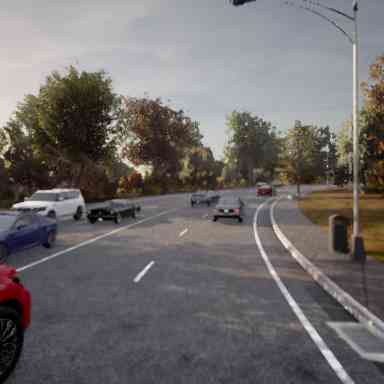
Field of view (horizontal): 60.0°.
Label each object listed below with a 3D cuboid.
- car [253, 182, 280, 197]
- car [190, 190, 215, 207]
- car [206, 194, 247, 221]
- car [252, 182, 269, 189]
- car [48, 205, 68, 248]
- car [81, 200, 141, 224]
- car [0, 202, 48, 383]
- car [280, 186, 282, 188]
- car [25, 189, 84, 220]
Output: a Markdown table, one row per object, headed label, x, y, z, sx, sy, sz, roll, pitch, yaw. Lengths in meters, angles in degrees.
| label | x | y | z | sx | sy | sz | roll | pitch | yaw |
| --- | --- | --- | --- | --- | --- | --- | --- | --- | --- |
| car | 10.280 | -0.212 | 45.511 | 1.882 | 1.535 | 5.008 | 0 | 2 | 24 |
| car | 1.281 | 0.560 | 31.894 | 2.128 | 1.511 | 4.902 | 0 | 3 | 18 |
| car | 2.539 | 1.046 | 21.982 | 2.033 | 1.411 | 5.357 | 0 | 3 | 12 |
| car | 15.356 | -1.431 | 74.578 | 1.812 | 1.442 | 4.674 | -1 | 2 | 37 |
| car | -6.317 | 1.409 | 11.382 | 1.812 | 1.442 | 4.674 | 0 | 1 | 6 |
| car | -4.894 | 1.188 | 21.324 | 1.895 | 1.301 | 4.718 | 0 | 2 | 11 |
| car | -3.266 | 1.212 | 2.079 | 2.150 | 2.045 | 5.566 | 0 | 0 | 1 |
| car | 18.072 | -1.494 | 72.371 | 1.882 | 1.535 | 5.008 | -1 | 2 | 37 |
| car | -8.603 | 0.866 | 20.404 | 2.150 | 2.045 | 5.566 | 0 | 2 | 8 |
